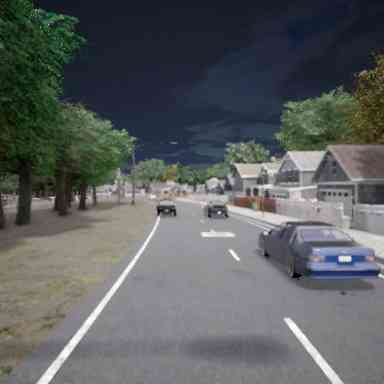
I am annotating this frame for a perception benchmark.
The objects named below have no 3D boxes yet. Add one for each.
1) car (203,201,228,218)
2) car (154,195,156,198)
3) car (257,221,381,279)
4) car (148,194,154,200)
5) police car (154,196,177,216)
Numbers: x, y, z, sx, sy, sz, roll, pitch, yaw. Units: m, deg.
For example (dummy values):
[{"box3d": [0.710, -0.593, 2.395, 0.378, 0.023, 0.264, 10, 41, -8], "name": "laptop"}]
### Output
[{"box3d": [2.206, 1.592, 31.702, 1.837, 1.490, 4.892, 0, 0, -5], "name": "car"}, {"box3d": [-4.369, 1.552, 49.558, 1.801, 1.575, 5.366, 0, 0, -8], "name": "car"}, {"box3d": [3.432, 1.587, 10.133, 2.033, 1.411, 5.357, 0, 0, -2], "name": "car"}, {"box3d": [-10.441, 1.379, 88.231, 1.812, 1.442, 4.674, 0, 0, -14], "name": "car"}, {"box3d": [-2.576, 1.524, 33.550, 1.930, 1.638, 5.238, 0, 0, -5], "name": "police car"}]
